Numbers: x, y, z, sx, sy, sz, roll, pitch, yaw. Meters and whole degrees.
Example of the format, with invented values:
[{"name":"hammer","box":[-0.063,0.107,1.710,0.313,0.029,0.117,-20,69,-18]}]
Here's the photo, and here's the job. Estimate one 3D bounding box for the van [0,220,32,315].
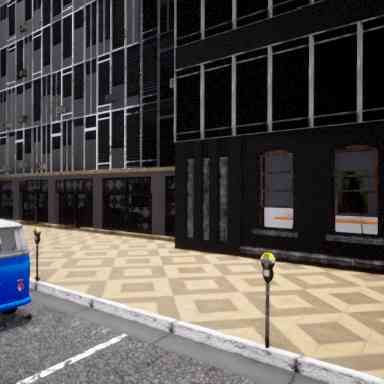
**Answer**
[{"name":"van","box":[-4.711,1.340,6.249,3.998,1.788,1.690,0,0,36]}]
